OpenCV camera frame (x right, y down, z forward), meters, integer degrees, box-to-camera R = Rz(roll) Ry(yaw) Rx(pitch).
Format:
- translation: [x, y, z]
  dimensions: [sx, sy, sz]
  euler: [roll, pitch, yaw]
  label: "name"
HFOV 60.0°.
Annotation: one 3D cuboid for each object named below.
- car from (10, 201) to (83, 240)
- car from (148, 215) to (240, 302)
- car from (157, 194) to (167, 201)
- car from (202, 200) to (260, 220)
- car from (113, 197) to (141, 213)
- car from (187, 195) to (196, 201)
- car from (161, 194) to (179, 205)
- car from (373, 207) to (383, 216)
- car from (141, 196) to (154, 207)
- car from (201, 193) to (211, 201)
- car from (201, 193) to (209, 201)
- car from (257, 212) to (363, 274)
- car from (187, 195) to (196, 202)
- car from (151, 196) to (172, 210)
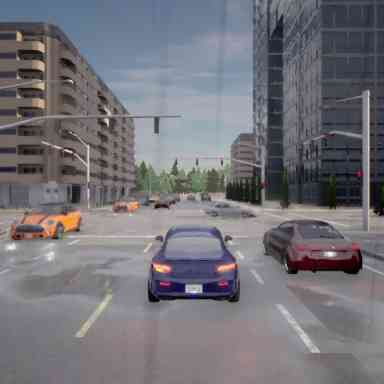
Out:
- translation: [-7.157, 1.352, 16.846]
  dimensions: [2.097, 1.767, 4.553]
  euler: [0, 0, 0]
  label: "car"
- translation: [0.044, 1.526, 8.114]
  dimensions: [1.812, 1.442, 4.674]
  euler: [0, 0, 0]
  label: "car"
- translation: [-7.152, 1.363, 80.340]
  dimensions: [1.837, 1.490, 4.892]
  euler: [0, 0, 1]
  label: "car"
- translation: [3.493, 1.627, 28.713]
  dimensions: [4.718, 1.301, 1.895]
  euler: [0, 0, 30]
  label: "car"
- translation: [-7.396, 1.376, 37.213]
  dimensions: [2.097, 1.767, 4.553]
  euler: [0, 0, -1]
  label: "car"
- translation: [-0.074, 1.525, 87.816]
  dimensions: [2.128, 1.511, 4.902]
  euler: [0, 0, 1]
  label: "car"
- translation: [-3.945, 1.478, 59.196]
  dimensions: [1.882, 1.535, 5.008]
  euler: [0, 0, 1]
  label: "car"
- translation: [19.447, 1.656, 30.726]
  dimensions: [4.718, 1.301, 1.895]
  euler: [0, 0, 0]
  label: "car"
- translation: [-7.510, 1.492, 50.416]
  dimensions: [2.128, 1.511, 4.902]
  euler: [0, 0, 0]
  label: "car"
- translation: [3.321, 1.355, 77.681]
  dimensions: [2.097, 1.767, 4.553]
  euler: [0, 0, 1]
  label: "car"
- translation: [3.427, 1.225, 87.844]
  dimensions: [2.150, 2.045, 5.566]
  euler: [0, 0, 1]
  label: "car"
- translation: [3.552, 1.564, 10.538]
  dimensions: [1.994, 1.385, 4.181]
  euler: [0, 0, 0]
  label: "car"
- translation: [-0.180, 1.540, 77.472]
  dimensions: [2.033, 1.411, 5.357]
  euler: [0, 0, 1]
  label: "car"
- translation: [-3.874, 1.601, 43.139]
  dimensions: [1.895, 1.301, 4.718]
  euler: [0, 0, -2]
  label: "car"
